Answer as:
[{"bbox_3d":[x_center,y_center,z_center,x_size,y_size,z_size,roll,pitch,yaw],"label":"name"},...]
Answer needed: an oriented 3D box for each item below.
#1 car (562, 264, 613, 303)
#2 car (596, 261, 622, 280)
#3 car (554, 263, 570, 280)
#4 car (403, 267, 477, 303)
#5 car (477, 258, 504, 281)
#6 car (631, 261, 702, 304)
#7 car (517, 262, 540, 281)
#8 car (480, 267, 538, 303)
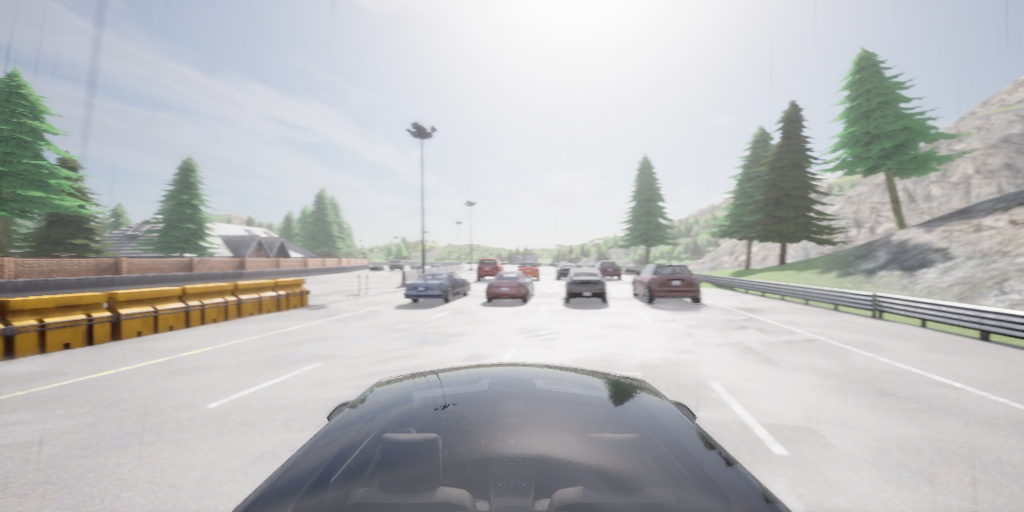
[{"bbox_3d":[3.442,1.320,17.165,1.837,1.490,4.892,-1,0,8],"label":"car"},{"bbox_3d":[8.520,1.204,32.818,2.097,1.767,4.553,-1,-1,3],"label":"car"},{"bbox_3d":[5.038,1.414,33.229,1.837,1.490,4.892,-1,0,3],"label":"car"},{"bbox_3d":[-3.524,1.463,17.889,2.033,1.411,5.357,-1,0,8],"label":"car"},{"bbox_3d":[-1.967,1.222,33.331,2.150,2.045,5.566,-1,0,3],"label":"car"},{"bbox_3d":[6.870,1.109,16.433,2.097,1.767,4.553,-1,-1,8],"label":"car"},{"bbox_3d":[1.531,1.305,33.201,2.097,1.767,4.553,-1,-1,3],"label":"car"},{"bbox_3d":[-0.017,1.430,17.701,1.994,1.385,4.181,-1,0,8],"label":"car"}]
